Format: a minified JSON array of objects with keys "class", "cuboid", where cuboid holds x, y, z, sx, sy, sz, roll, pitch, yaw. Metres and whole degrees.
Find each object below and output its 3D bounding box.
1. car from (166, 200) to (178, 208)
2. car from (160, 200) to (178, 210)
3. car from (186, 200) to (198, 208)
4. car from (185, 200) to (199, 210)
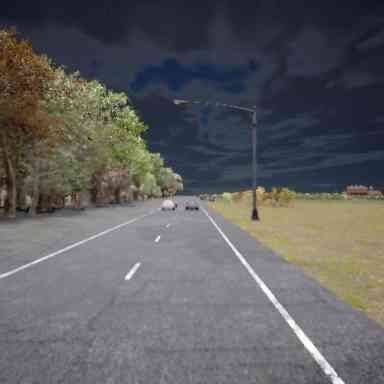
[{"class":"car","cuboid":[-3.487,2.112,59.395,1.895,1.301,4.718,0,0,0]},{"class":"car","cuboid":[-3.489,1.953,49.325,1.812,1.442,4.674,0,0,0]},{"class":"car","cuboid":[0.011,2.075,59.363,1.994,1.385,4.181,0,0,0]},{"class":"car","cuboid":[0.011,1.991,49.291,1.994,1.385,4.181,0,0,0]}]
